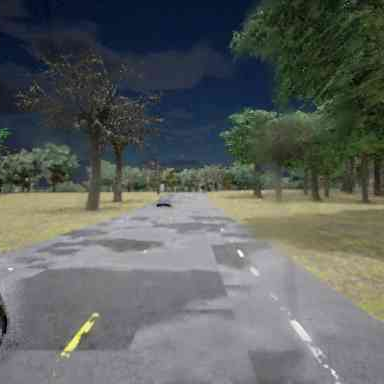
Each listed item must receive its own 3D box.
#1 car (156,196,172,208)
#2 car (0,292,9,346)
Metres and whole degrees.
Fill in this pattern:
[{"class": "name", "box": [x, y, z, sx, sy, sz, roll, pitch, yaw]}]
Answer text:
[{"class": "car", "box": [-3.567, 1.289, 43.278, 2.033, 1.411, 5.357, 0, 1, 0]}, {"class": "car", "box": [-3.597, 1.565, 3.012, 1.994, 1.385, 4.181, 0, 0, 0]}]
